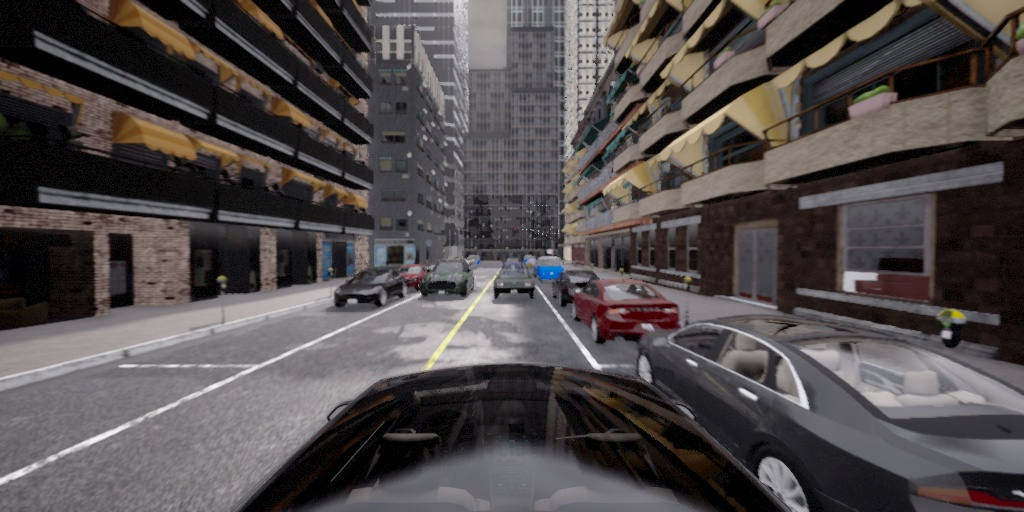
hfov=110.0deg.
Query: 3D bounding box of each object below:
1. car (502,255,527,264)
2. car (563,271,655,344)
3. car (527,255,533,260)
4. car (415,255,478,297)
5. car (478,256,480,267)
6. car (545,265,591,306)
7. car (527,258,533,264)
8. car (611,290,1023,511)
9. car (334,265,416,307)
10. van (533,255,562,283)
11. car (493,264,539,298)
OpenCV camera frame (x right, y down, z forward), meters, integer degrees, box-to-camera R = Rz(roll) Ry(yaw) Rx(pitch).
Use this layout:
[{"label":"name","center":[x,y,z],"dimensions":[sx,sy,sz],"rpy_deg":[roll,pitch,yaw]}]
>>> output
[{"label":"car","center":[0.097,0.892,35.004],"dimensions":[2.097,1.767,4.553],"rpy_deg":[0,0,0]},{"label":"car","center":[2.689,1.247,9.348],"dimensions":[1.888,1.381,4.507],"rpy_deg":[0,0,0]},{"label":"car","center":[2.688,0.982,48.731],"dimensions":[1.751,1.417,4.829],"rpy_deg":[0,0,0]},{"label":"car","center":[-3.099,0.998,18.027],"dimensions":[2.097,1.767,4.553],"rpy_deg":[0,0,0]},{"label":"car","center":[-5.693,1.006,48.589],"dimensions":[2.007,1.370,4.403],"rpy_deg":[0,0,0]},{"label":"car","center":[2.689,1.232,14.949],"dimensions":[1.948,1.339,4.313],"rpy_deg":[0,0,0]},{"label":"car","center":[2.689,1.111,31.756],"dimensions":[2.007,1.370,4.403],"rpy_deg":[0,0,0]},{"label":"car","center":[2.690,1.288,3.746],"dimensions":[2.007,1.370,4.403],"rpy_deg":[0,0,0]},{"label":"car","center":[-5.692,1.231,14.978],"dimensions":[1.948,1.339,4.313],"rpy_deg":[0,0,0]},{"label":"van","center":[2.688,0.936,26.153],"dimensions":[1.690,1.789,3.998],"rpy_deg":[0,0,0]},{"label":"car","center":[0.093,1.249,17.725],"dimensions":[1.895,1.301,4.718],"rpy_deg":[0,0,0]}]
